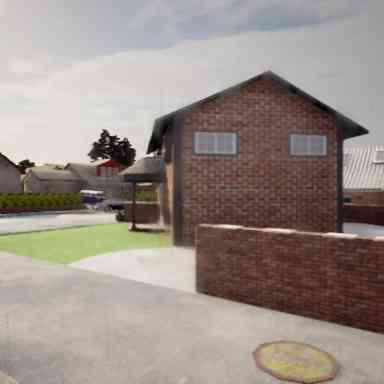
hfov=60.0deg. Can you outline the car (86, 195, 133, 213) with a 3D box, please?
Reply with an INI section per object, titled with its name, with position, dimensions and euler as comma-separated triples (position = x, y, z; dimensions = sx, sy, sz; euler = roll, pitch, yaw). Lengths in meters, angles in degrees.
[car]
position = -8.430, 1.425, 35.846
dimensions = 2.128, 1.511, 4.902
euler = 0, 0, 36
